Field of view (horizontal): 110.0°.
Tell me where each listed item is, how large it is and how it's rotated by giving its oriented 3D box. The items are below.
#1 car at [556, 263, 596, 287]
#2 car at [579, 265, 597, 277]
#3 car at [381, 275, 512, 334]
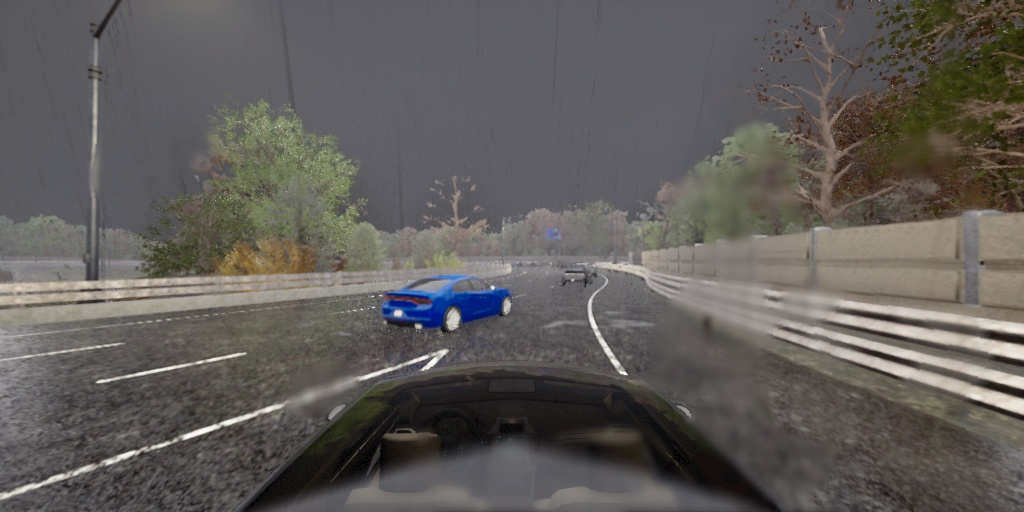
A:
[{"bbox_3d":[5.047,1.517,27.403,2.128,1.511,4.902,0,-1,19],"label":"car"},{"bbox_3d":[9.038,1.760,42.893,1.994,1.385,4.181,0,-1,11],"label":"car"},{"bbox_3d":[-1.746,1.328,11.289,1.882,1.535,5.008,0,-1,27],"label":"car"}]
